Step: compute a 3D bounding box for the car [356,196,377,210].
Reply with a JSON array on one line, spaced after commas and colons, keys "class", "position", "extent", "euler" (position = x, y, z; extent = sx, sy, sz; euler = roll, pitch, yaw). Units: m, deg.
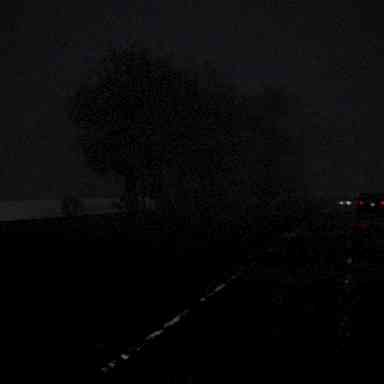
[{"class": "car", "position": [19.906, 1.262, 38.004], "extent": [1.994, 1.385, 4.181], "euler": [-2, 0, 26]}]

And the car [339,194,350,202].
[{"class": "car", "position": [29.473, 1.162, 64.109], "extent": [2.033, 1.411, 5.357], "euler": [-2, -1, 26]}]

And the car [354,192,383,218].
[{"class": "car", "position": [14.644, 0.995, 27.216], "extent": [2.150, 2.045, 5.566], "euler": [-2, 0, 26]}]
